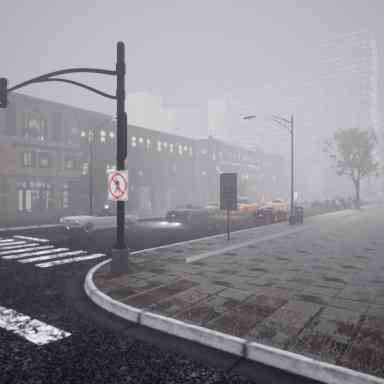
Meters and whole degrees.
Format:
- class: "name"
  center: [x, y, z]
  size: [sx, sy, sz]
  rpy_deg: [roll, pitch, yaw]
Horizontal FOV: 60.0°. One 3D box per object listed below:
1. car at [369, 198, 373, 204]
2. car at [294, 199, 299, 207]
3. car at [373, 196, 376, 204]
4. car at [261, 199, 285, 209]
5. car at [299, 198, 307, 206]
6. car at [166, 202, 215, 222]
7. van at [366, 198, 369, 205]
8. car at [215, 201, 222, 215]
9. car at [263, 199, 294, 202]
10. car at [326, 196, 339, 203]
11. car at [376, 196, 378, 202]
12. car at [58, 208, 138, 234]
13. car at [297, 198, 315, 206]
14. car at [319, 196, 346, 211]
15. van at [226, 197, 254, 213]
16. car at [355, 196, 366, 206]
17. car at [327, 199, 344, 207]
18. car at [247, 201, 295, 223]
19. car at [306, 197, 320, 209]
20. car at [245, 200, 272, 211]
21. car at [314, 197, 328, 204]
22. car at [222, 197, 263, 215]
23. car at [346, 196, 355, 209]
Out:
- class: "car"
  center: [35.043, 1.972, 67.778]
  size: [1.802, 1.307, 4.206]
  rpy_deg: [0, -1, 35]
- class: "car"
  center: [15.480, 1.816, 54.509]
  size: [2.008, 1.369, 4.403]
  rpy_deg: [0, -1, 35]
- class: "car"
  center: [38.318, 1.948, 72.440]
  size: [1.752, 1.417, 4.829]
  rpy_deg: [0, -1, 35]
- class: "car"
  center: [12.205, 1.759, 49.848]
  size: [1.752, 1.417, 4.829]
  rpy_deg: [0, -1, 35]
- class: "car"
  center: [18.656, 1.846, 59.031]
  size: [2.008, 1.369, 4.403]
  rpy_deg: [0, -1, 35]
- class: "car"
  center: [-0.293, 1.672, 27.530]
  size: [1.994, 1.385, 4.181]
  rpy_deg: [0, 0, 36]
- class: "van"
  center: [31.867, 1.699, 63.259]
  size: [1.690, 1.788, 3.998]
  rpy_deg: [0, -1, 35]
- class: "car"
  center: [2.676, 1.674, 36.283]
  size: [1.752, 1.417, 4.829]
  rpy_deg: [0, 0, 35]
- class: "car"
  center: [11.386, 1.684, 44.094]
  size: [1.882, 1.535, 5.008]
  rpy_deg: [0, 0, 36]
- class: "car"
  center: [34.538, 1.894, 81.640]
  size: [1.967, 1.590, 4.097]
  rpy_deg: [0, -1, 35]
- class: "car"
  center: [41.396, 2.037, 76.822]
  size: [1.802, 1.307, 4.206]
  rpy_deg: [0, -1, 35]
- class: "car"
  center: [-5.544, 1.668, 20.071]
  size: [1.895, 1.301, 4.718]
  rpy_deg: [0, 0, 35]
- class: "car"
  center: [21.833, 1.876, 63.553]
  size: [2.008, 1.369, 4.403]
  rpy_deg: [0, -1, 35]
- class: "car"
  center: [19.161, 1.676, 45.172]
  size: [1.967, 1.590, 4.097]
  rpy_deg: [0, -1, 35]
- class: "van"
  center: [5.950, 1.518, 40.945]
  size: [1.690, 1.788, 3.998]
  rpy_deg: [0, 0, 35]
- class: "car"
  center: [28.690, 1.642, 58.738]
  size: [2.192, 1.841, 5.009]
  rpy_deg: [0, -1, 35]
- class: "car"
  center: [25.097, 1.913, 58.118]
  size: [1.895, 1.301, 4.718]
  rpy_deg: [0, 0, 35]
- class: "car"
  center: [6.499, 1.670, 27.055]
  size: [1.887, 1.381, 4.507]
  rpy_deg: [0, 0, 35]
- class: "car"
  center: [19.309, 1.749, 49.879]
  size: [2.128, 1.511, 4.902]
  rpy_deg: [0, 0, 35]
- class: "car"
  center: [9.127, 1.756, 45.466]
  size: [2.008, 1.369, 4.403]
  rpy_deg: [0, 0, 35]
- class: "car"
  center: [28.185, 1.828, 72.596]
  size: [1.967, 1.590, 4.097]
  rpy_deg: [0, -1, 35]
- class: "car"
  center: [5.515, 1.508, 35.794]
  size: [2.097, 1.767, 4.553]
  rpy_deg: [0, 0, 35]
- class: "car"
  center: [22.337, 1.581, 49.694]
  size: [2.192, 1.841, 5.009]
  rpy_deg: [0, -1, 35]
